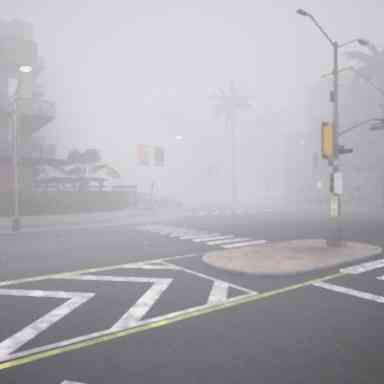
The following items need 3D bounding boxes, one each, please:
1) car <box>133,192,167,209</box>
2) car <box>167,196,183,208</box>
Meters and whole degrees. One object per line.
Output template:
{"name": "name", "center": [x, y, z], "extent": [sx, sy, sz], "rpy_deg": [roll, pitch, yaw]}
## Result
{"name": "car", "center": [-5.896, 1.072, 43.486], "extent": [2.150, 2.045, 5.566], "rpy_deg": [-1, 0, -35]}
{"name": "car", "center": [-3.085, 1.329, 45.578], "extent": [1.837, 1.490, 4.892], "rpy_deg": [-1, 0, -35]}
